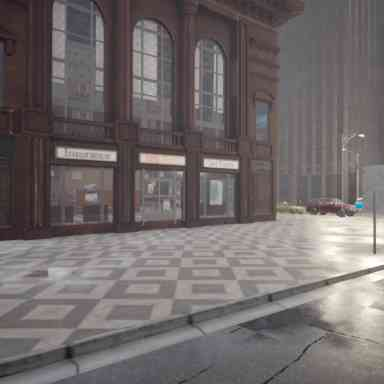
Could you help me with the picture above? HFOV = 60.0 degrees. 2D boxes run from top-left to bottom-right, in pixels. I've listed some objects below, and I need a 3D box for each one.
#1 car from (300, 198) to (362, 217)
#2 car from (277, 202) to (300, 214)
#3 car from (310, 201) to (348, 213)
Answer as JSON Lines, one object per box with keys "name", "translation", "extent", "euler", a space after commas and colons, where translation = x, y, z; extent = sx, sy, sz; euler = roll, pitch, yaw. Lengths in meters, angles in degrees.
{"name": "car", "translation": [13.953, 1.524, 33.598], "extent": [2.192, 1.841, 5.009], "euler": [0, 0, -35]}
{"name": "car", "translation": [10.809, 1.800, 38.052], "extent": [1.752, 1.417, 4.829], "euler": [0, 0, -35]}
{"name": "car", "translation": [17.670, 1.899, 43.116], "extent": [1.802, 1.307, 4.206], "euler": [-1, 0, -35]}
